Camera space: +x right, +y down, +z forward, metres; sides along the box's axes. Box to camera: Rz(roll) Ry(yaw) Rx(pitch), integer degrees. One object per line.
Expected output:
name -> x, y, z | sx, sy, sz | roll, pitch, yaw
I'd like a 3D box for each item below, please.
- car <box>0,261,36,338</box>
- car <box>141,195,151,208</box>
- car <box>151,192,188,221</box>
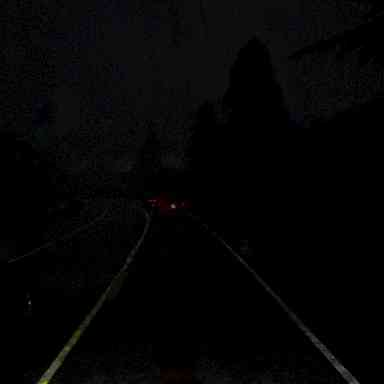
car -> -3.656, 1.533, 4.029 | 1.994, 1.385, 4.181 | 0, 0, -1
car -> -5.296, 1.188, 41.805 | 1.837, 1.490, 4.892 | 0, 1, -15
car -> -1.684, 1.030, 25.216 | 2.150, 2.045, 5.566 | 0, 1, -9
